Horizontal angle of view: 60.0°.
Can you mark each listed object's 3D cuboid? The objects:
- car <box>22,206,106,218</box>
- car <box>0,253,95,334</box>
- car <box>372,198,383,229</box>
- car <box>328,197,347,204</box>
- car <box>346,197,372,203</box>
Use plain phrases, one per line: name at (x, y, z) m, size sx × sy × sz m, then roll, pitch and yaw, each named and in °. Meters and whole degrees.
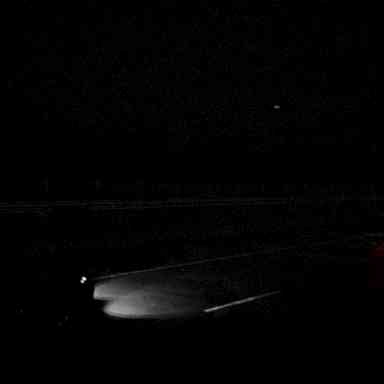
car at (-6.638, 1.471, 16.425) m, size 4.892 × 1.490 × 1.837 m, roll 0°, pitch 0°, yaw -35°
car at (-3.765, 1.563, 5.344) m, size 4.181 × 1.385 × 1.994 m, roll -1°, pitch 0°, yaw -35°
car at (11.241, 1.114, 15.859) m, size 5.566 × 2.045 × 2.150 m, roll 0°, pitch 0°, yaw -35°
car at (19.446, 1.344, 42.742) m, size 4.674 × 1.442 × 1.812 m, roll 0°, pitch 0°, yaw -33°
car at (21.250, 1.373, 39.749) m, size 5.357 × 1.411 × 2.033 m, roll 0°, pitch 0°, yaw -33°
